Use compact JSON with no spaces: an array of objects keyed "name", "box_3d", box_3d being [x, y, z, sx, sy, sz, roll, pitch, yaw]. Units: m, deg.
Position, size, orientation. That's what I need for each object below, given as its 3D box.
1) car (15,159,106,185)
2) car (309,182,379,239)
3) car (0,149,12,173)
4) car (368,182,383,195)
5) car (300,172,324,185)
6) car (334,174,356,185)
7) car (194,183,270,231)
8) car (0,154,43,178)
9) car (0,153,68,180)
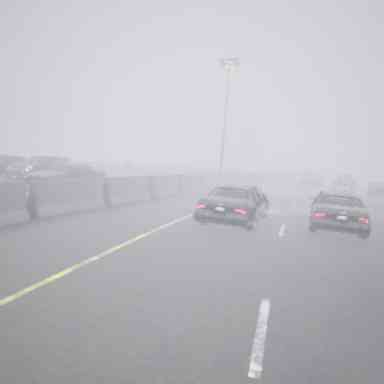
[{"name":"car","box_3d":[-7.024,-0.947,19.141,2.033,1.411,5.357,6,6,20]},{"name":"car","box_3d":[5.419,0.657,12.381,2.033,1.411,5.357,6,6,20]},{"name":"car","box_3d":[-16.065,-2.360,24.556,2.097,1.767,4.553,6,6,21]},{"name":"car","box_3d":[17.549,-0.276,31.199,1.895,1.301,4.718,7,6,28]},{"name":"car","box_3d":[14.481,-1.636,39.975,2.097,1.767,4.553,8,7,30]},{"name":"car","box_3d":[18.262,-1.311,39.533,2.097,1.767,4.553,8,7,30]},{"name":"car","box_3d":[1.709,0.386,12.329,2.033,1.411,5.357,6,6,20]},{"name":"car","box_3d":[-12.954,-1.820,23.029,1.837,1.490,4.892,6,6,20]},{"name":"car","box_3d":[-9.702,-1.603,21.727,2.097,1.767,4.553,6,6,20]}]
